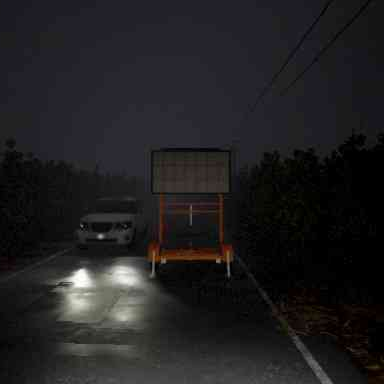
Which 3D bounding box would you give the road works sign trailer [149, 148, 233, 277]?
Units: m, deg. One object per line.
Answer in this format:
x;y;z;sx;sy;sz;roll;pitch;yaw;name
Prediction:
-0.031;0.464;10.200;2.380;3.560;2.880;0;0;0;road works sign trailer

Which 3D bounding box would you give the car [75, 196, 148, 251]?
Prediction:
-3.245;1.221;14.548;2.150;2.045;5.566;0;0;0;car
